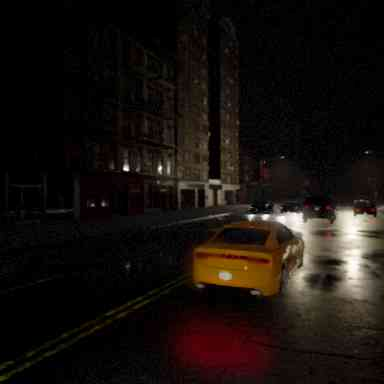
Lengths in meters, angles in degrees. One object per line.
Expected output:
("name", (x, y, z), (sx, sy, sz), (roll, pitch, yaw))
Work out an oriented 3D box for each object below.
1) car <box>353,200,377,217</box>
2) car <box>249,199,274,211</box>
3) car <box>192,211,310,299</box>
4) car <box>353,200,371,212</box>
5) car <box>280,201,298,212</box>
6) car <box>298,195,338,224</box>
("car", (16.128, 1.618, 31.096), (1.895, 1.301, 4.718), (0, 0, 26))
("car", (7.723, 1.585, 36.512), (1.837, 1.490, 4.892), (0, 0, 26))
("car", (1.739, 1.499, 8.769), (1.882, 1.535, 5.008), (0, 0, 26))
("car", (20.449, 1.624, 40.095), (1.895, 1.301, 4.718), (0, 0, 26))
("car", (10.452, 1.660, 34.690), (1.895, 1.301, 4.718), (0, 0, 26))
("car", (9.875, 1.257, 25.582), (2.150, 2.045, 5.566), (0, 0, 26))
